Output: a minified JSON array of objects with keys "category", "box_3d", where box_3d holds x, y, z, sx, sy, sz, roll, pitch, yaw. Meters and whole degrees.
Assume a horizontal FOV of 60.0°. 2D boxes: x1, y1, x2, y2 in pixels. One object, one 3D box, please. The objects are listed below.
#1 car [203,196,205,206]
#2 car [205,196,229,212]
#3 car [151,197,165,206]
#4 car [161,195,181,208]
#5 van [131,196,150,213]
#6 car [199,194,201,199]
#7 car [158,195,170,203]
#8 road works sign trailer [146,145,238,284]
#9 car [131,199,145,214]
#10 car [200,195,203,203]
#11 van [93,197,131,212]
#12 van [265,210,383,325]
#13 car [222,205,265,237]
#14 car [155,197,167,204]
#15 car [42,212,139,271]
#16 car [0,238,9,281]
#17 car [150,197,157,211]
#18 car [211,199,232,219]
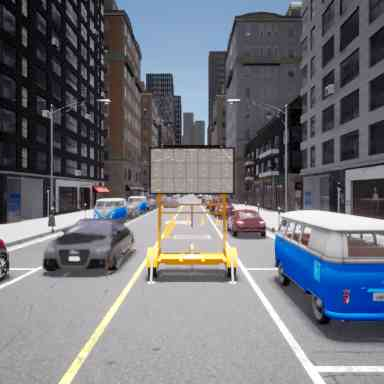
[{"category":"car","box_3d":[2.858,1.443,45.363,1.967,1.590,4.097,0,0,0]},{"category":"car","box_3d":[2.857,1.315,34.360,2.192,1.841,5.009,0,0,0]},{"category":"car","box_3d":[-5.667,1.572,56.366,1.947,1.339,4.313,0,0,0]},{"category":"car","box_3d":[-2.998,1.567,46.732,1.994,1.385,4.181,0,0,0]},{"category":"van","box_3d":[-5.668,1.341,34.360,1.690,1.788,3.998,0,0,0]},{"category":"car","box_3d":[2.859,1.577,67.368,1.947,1.339,4.313,0,0,0]},{"category":"car","box_3d":[-5.667,1.451,67.369,1.967,1.590,4.097,0,0,0]},{"category":"road works sign trailer","box_3d":[0.001,0.464,9.532,2.380,3.560,2.880,0,0,0]},{"category":"car","box_3d":[-5.668,1.550,28.859,2.008,1.369,4.403,0,0,0]},{"category":"car","box_3d":[2.858,1.557,56.365,2.008,1.369,4.403,0,0,0]},{"category":"van","box_3d":[-5.669,1.340,23.359,1.690,1.788,3.998,0,0,0]},{"category":"van","box_3d":[2.856,1.341,6.853,1.690,1.788,3.998,0,0,0]},{"category":"car","box_3d":[2.857,1.581,17.856,1.802,1.307,4.206,0,0,0]},{"category":"car","box_3d":[-5.667,1.591,61.867,1.802,1.307,4.206,0,0,0]},{"category":"car","box_3d":[-3.100,1.563,10.736,1.994,1.385,4.181,0,0,0]},{"category":"car","box_3d":[-5.669,1.440,6.854,1.967,1.590,4.097,0,0,0]},{"category":"car","box_3d":[-5.667,1.567,39.862,1.947,1.339,4.313,0,0,0]},{"category":"car","box_3d":[2.858,1.581,28.858,1.802,1.307,4.206,0,0,0]}]
